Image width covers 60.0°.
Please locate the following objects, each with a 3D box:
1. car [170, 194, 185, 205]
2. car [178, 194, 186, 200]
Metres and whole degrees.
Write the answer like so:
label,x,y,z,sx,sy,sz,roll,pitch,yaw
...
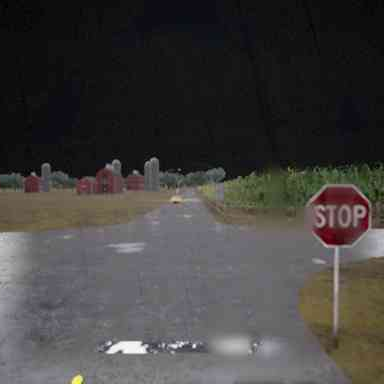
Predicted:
label,x,y,z,sx,sy,sz,roll,pitch,yaw
car,-2.694,1.396,57.350,1.882,1.535,5.008,0,1,0
car,-2.663,1.246,88.994,2.033,1.411,5.357,0,0,0
